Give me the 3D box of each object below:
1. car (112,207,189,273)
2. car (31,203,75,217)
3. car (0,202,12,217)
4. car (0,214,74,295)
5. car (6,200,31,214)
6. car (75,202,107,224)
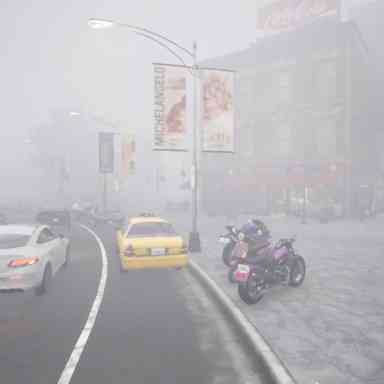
[{"bbox_3d":[-1.493,1.456,10.762,1.801,1.575,5.366,0,0,-15],"label":"car"},{"bbox_3d":[-9.006,1.470,21.331,1.882,1.535,5.008,0,0,-27],"label":"car"},{"bbox_3d":[-11.625,1.537,18.832,2.033,1.411,5.357,0,0,-27],"label":"car"},{"bbox_3d":[-4.317,1.522,8.386,1.812,1.442,4.674,0,0,-12],"label":"car"},{"bbox_3d":[-17.929,1.531,33.595,2.033,1.411,5.357,0,0,-44],"label":"car"},{"bbox_3d":[-9.033,1.513,27.542,2.002,1.452,4.674,0,0,-35],"label":"car"}]
